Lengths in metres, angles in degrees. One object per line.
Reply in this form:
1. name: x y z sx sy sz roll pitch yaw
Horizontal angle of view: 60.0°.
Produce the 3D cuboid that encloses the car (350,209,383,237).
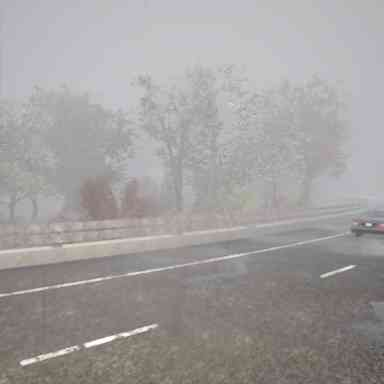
1. car: 10.085 1.590 17.460 2.033 1.411 5.357 0 0 44
